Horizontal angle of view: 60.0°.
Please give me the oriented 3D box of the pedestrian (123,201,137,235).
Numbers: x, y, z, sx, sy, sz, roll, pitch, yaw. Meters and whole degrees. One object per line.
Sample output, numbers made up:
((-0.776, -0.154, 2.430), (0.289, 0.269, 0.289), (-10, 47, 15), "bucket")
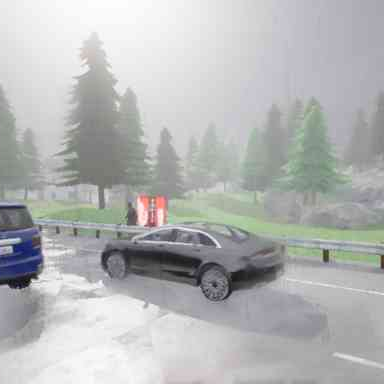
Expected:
((-2.789, 1.287, 15.227), (0.375, 1.860, 0.375), (0, 0, 33), "pedestrian")

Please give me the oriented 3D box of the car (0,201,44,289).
((-5.850, 1.215, 7.868), (5.566, 2.045, 2.150), (0, 0, 33), "car")

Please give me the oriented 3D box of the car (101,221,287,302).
((-0.185, 1.488, 8.262), (4.902, 1.511, 2.128), (0, 0, 34), "car")

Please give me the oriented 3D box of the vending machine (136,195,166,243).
((-1.887, 1.189, 15.402), (0.880, 2.100, 1.100), (0, 0, 33), "vending machine")
